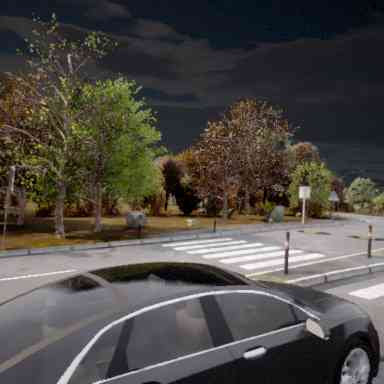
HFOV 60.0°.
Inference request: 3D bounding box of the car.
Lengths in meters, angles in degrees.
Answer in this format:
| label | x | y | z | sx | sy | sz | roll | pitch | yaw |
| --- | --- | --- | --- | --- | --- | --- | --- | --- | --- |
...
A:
| label | x | y | z | sx | sy | sz | roll | pitch | yaw |
| --- | --- | --- | --- | --- | --- | --- | --- | --- | --- |
| car | -0.026 | 1.507 | 3.367 | 4.892 | 1.490 | 1.837 | 0 | 0 | -34 |
